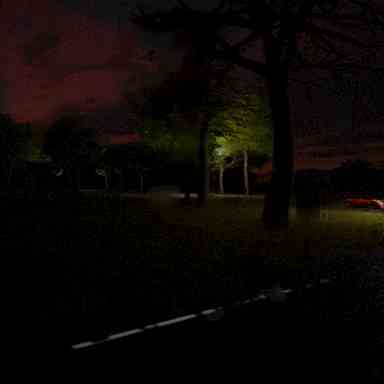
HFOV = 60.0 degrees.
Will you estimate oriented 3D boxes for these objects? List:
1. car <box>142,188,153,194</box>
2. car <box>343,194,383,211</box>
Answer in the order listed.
[{"bbox_3d":[-11.399,-0.218,85.175,1.994,1.385,4.181,-1,2,-28],"label":"car"},{"bbox_3d":[19.725,1.064,37.641,2.097,1.767,4.553,-1,2,-35],"label":"car"}]
